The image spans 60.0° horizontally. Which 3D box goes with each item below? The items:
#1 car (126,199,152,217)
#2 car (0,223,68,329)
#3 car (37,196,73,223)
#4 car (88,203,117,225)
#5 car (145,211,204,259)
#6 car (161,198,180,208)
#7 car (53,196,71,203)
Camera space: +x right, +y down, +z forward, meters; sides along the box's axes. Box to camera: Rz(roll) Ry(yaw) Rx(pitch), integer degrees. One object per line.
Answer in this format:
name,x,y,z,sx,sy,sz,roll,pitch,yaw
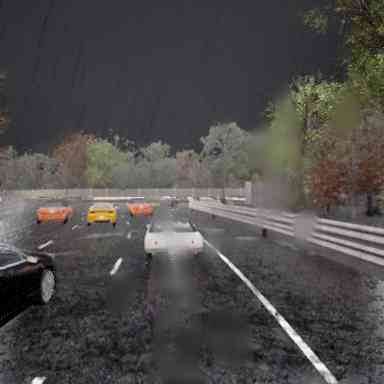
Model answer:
car,-5.273,1.426,32.585,2.097,1.767,4.553,0,0,-17
car,-3.720,1.513,5.143,2.128,1.511,4.902,0,0,-3
car,-10.454,1.432,25.654,2.097,1.767,4.553,0,0,-14
car,-6.579,1.543,24.551,1.882,1.535,5.008,0,0,-13
car,-0.793,1.626,12.695,1.895,1.301,4.718,0,0,-6
car,-3.151,1.586,48.864,2.128,1.511,4.902,0,0,12
car,-29.441,1.756,75.338,2.128,1.511,4.902,0,0,-44
